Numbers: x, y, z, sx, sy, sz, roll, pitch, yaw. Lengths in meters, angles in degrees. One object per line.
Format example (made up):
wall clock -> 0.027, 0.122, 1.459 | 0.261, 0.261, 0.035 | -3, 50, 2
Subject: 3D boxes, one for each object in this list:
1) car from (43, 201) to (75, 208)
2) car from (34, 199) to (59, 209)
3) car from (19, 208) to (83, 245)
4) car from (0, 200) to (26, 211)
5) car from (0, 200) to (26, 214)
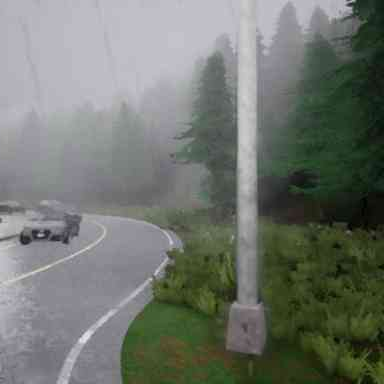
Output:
car -> -10.584, 1.768, 27.569 | 2.033, 1.411, 5.357 | 0, -1, -32
car -> -17.688, 1.689, 41.074 | 4.553, 1.767, 2.097 | 0, -1, 43
car -> -6.790, 1.683, 16.249 | 1.994, 1.385, 4.181 | 0, -1, -9
car -> -25.810, 1.853, 46.562 | 5.008, 1.535, 1.882 | 0, -1, 24
car -> -22.002, 1.810, 40.243 | 5.008, 1.535, 1.882 | -1, -1, 38
